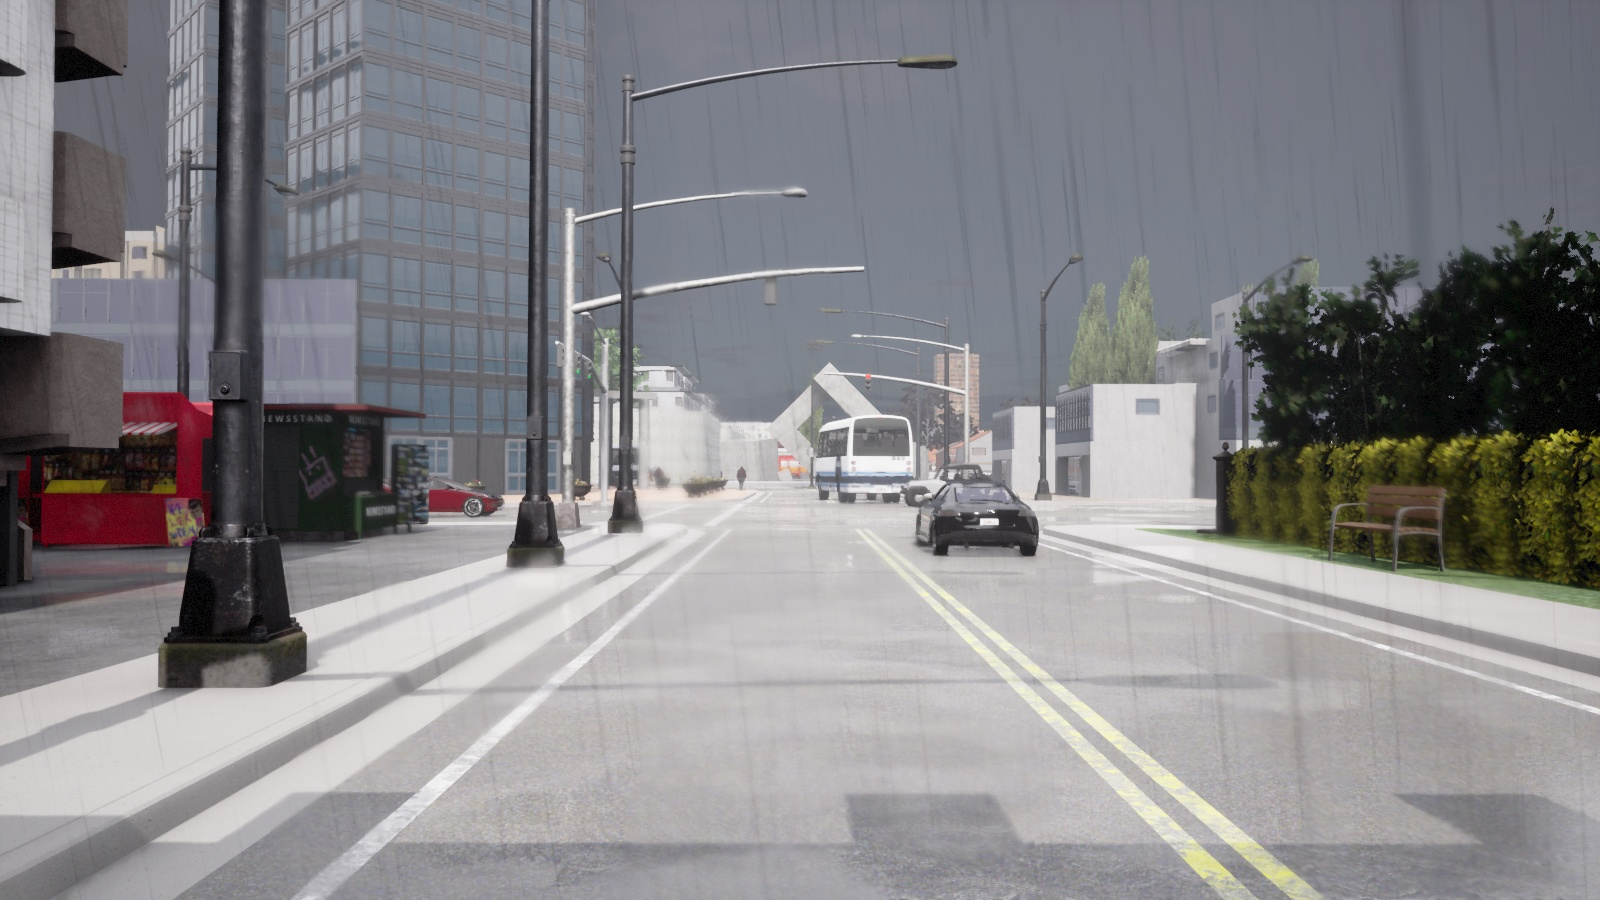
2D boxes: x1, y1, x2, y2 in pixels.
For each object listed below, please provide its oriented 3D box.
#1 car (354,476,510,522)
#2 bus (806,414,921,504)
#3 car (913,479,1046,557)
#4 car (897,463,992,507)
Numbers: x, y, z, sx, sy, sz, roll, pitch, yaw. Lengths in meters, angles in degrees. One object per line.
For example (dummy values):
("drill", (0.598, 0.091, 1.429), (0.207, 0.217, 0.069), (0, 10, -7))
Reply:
("car", (-12.781, 1.706, 43.870), (4.792, 1.488, 2.163), (-1, -1, -1))
("bus", (3.051, 0.513, 64.890), (3.944, 4.253, 10.273), (0, -1, -9))
("car", (3.437, 1.280, 24.800), (1.994, 1.385, 4.181), (0, -1, 0))
("car", (6.260, 1.505, 54.574), (3.866, 1.878, 1.905), (0, -1, -1))
